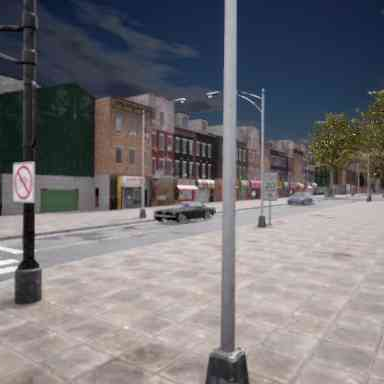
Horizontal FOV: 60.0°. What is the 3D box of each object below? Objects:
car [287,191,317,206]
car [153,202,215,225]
[{"bbox_3d":[13.549,0.780,41.525,2.097,1.767,4.553,1,1,36],"label":"car"},{"bbox_3d":[-0.435,1.321,22.045,1.895,1.301,4.718,1,1,36],"label":"car"}]
